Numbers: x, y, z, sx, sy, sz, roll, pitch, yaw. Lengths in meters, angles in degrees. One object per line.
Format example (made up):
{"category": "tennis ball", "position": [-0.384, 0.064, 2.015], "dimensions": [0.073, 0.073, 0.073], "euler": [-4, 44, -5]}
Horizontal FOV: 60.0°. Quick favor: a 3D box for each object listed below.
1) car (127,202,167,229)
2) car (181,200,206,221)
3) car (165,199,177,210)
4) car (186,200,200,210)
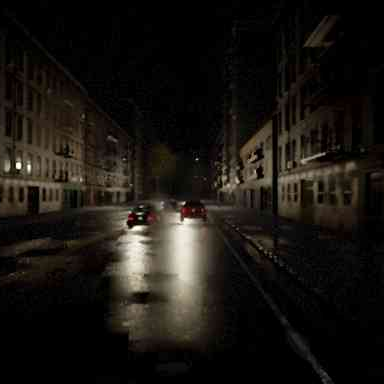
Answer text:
{"category": "car", "position": [-3.143, 1.679, 22.750], "dimensions": [2.033, 1.411, 5.357], "euler": [0, 0, 0]}
{"category": "car", "position": [0.108, 1.522, 28.836], "dimensions": [2.097, 1.767, 4.553], "euler": [0, 0, 0]}
{"category": "car", "position": [-3.136, 1.788, 48.881], "dimensions": [2.128, 1.511, 4.902], "euler": [0, -1, 0]}
{"category": "car", "position": [0.113, 1.899, 48.944], "dimensions": [1.895, 1.301, 4.718], "euler": [0, 0, 0]}
